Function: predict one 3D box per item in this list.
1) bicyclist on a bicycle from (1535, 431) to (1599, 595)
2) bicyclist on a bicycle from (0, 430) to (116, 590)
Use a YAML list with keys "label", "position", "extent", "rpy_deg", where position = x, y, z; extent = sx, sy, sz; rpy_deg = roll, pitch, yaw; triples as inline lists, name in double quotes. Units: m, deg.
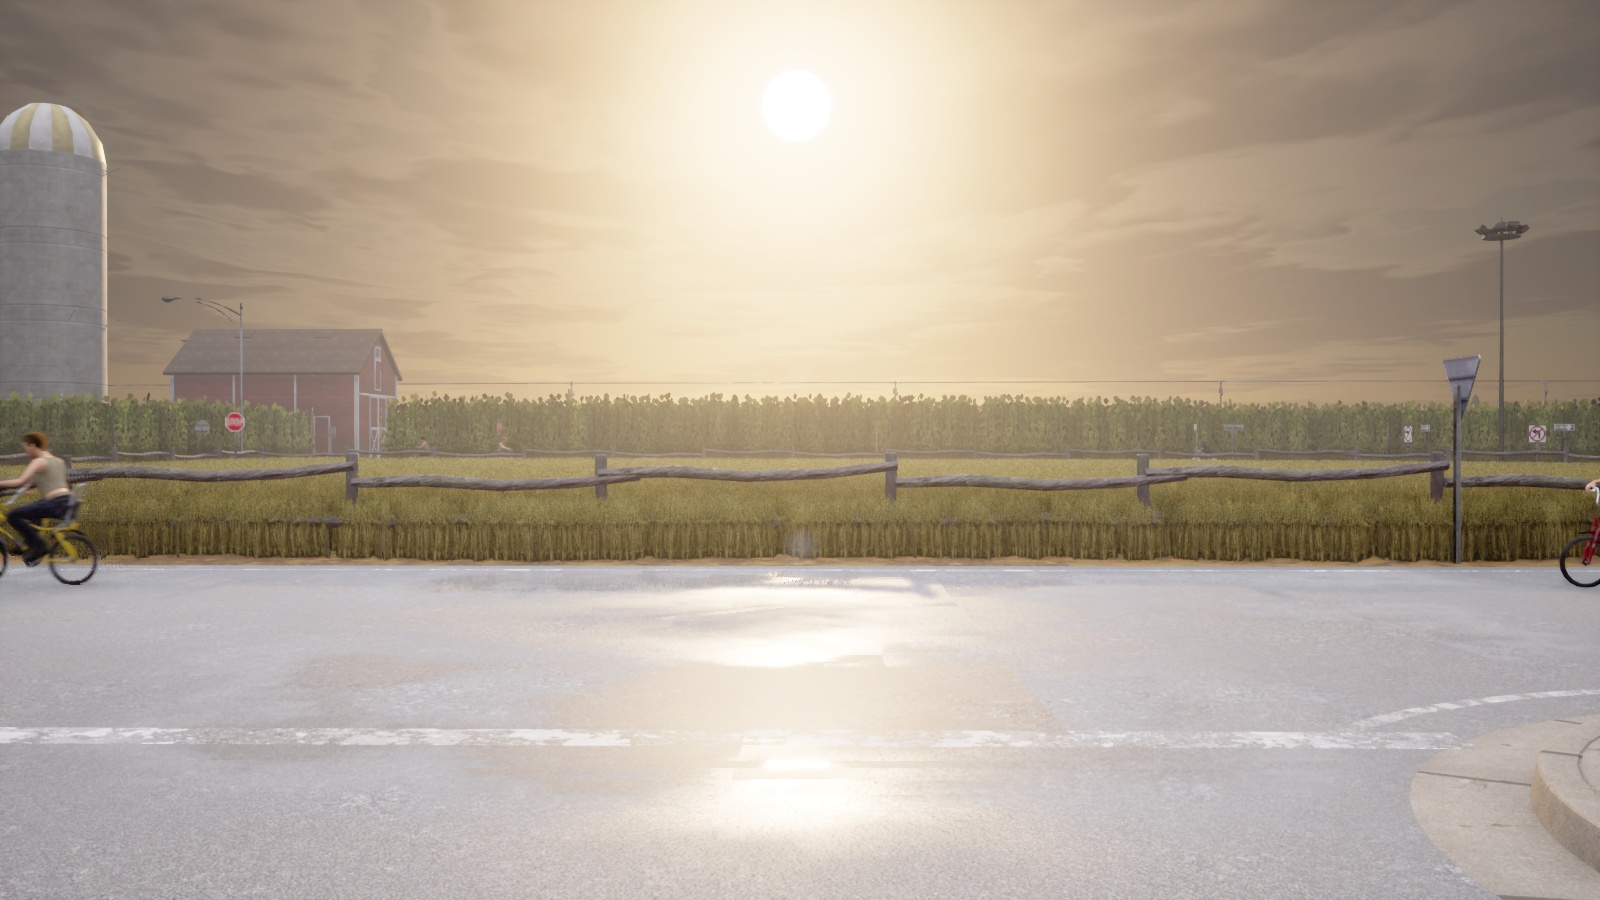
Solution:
- label: "bicyclist on a bicycle"
  position: [8.493, 0.617, 12.789]
  extent: [1.509, 1.612, 0.866]
  rpy_deg: [0, 0, 1]
- label: "bicyclist on a bicycle"
  position: [-8.147, 0.602, 13.126]
  extent: [1.509, 1.612, 0.866]
  rpy_deg: [0, 0, 1]
